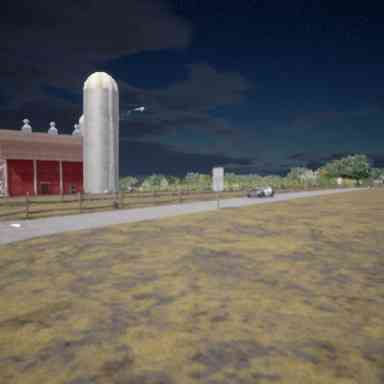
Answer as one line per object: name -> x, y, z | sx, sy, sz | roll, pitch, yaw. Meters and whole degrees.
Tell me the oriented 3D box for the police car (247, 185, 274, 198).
police car -> 8.514, -0.057, 41.467 | 2.038, 1.542, 4.974 | 0, 2, 36
